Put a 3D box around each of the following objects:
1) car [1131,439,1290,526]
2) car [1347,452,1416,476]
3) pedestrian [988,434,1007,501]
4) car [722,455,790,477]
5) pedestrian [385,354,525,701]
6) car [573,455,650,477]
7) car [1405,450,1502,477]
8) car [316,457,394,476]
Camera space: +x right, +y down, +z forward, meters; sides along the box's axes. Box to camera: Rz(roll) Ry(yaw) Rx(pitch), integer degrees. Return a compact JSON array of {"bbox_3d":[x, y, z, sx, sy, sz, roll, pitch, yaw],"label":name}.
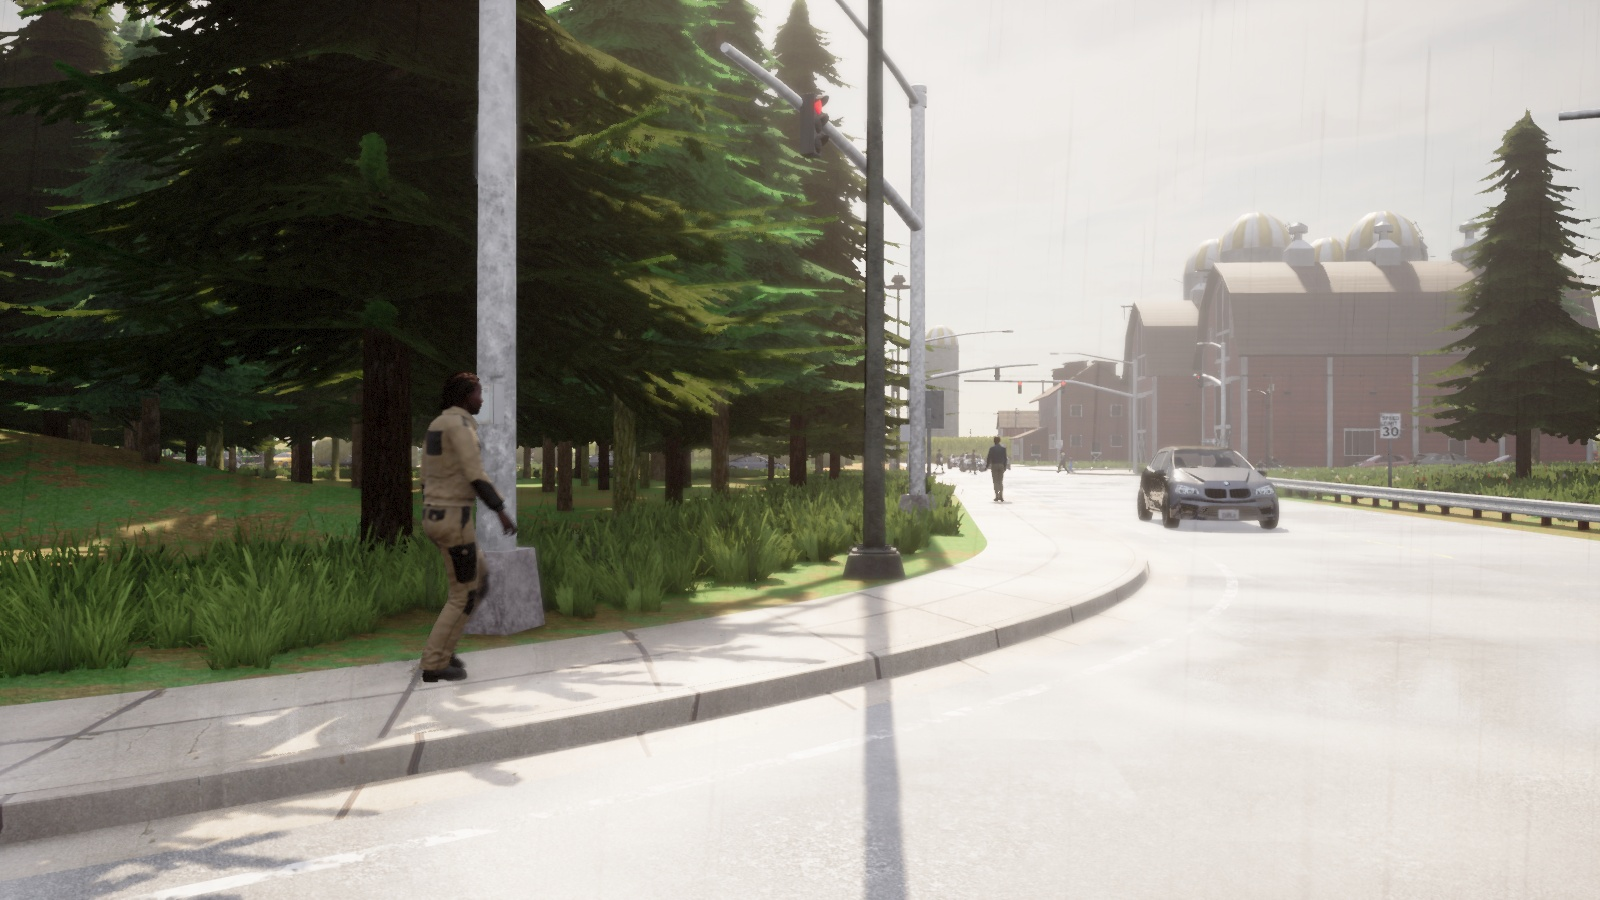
[{"bbox_3d":[8.531,0.636,26.575,2.242,1.667,4.611,0,0,6],"label":"car"},{"bbox_3d":[37.509,0.904,81.060,3.633,1.501,1.845,0,0,5],"label":"car"},{"bbox_3d":[5.493,0.481,34.905,0.370,1.835,0.726,0,0,-4],"label":"pedestrian"},{"bbox_3d":[-2.832,1.039,80.805,4.181,1.385,1.994,0,0,5],"label":"car"},{"bbox_3d":[-2.015,0.429,7.347,0.692,1.930,0.396,0,0,-37],"label":"pedestrian"},{"bbox_3d":[-12.237,1.023,81.564,4.674,1.442,1.812,0,0,5],"label":"car"},{"bbox_3d":[40.199,0.806,77.333,4.856,1.649,2.033,0,0,5],"label":"car"},{"bbox_3d":[-30.645,1.149,86.561,4.718,1.301,1.895,0,0,5],"label":"car"}]
